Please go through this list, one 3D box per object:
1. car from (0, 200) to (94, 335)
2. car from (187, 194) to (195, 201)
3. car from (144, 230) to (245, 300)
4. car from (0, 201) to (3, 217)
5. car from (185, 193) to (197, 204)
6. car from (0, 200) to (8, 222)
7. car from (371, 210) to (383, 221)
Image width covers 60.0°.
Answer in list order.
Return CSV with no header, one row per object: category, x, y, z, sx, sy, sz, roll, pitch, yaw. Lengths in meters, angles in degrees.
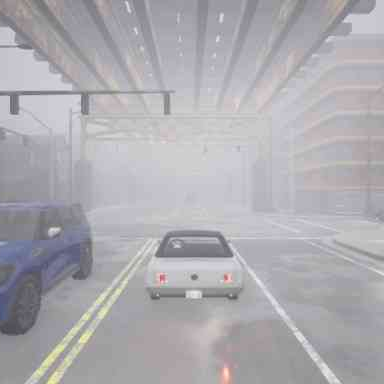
car,-3.723,1.220,7.046,2.150,2.045,5.566,0,0,-2
car,-0.318,1.336,77.939,1.837,1.490,4.892,0,1,0
car,0.046,1.600,8.355,1.895,1.301,4.718,0,0,0
car,-16.911,1.292,24.990,4.536,1.218,1.853,0,0,-20
car,-0.162,1.170,64.446,2.150,2.045,5.566,0,0,0
car,-16.862,1.450,25.008,4.974,1.542,2.038,0,0,-20
car,16.316,1.545,24.578,5.357,1.411,2.033,0,0,0
